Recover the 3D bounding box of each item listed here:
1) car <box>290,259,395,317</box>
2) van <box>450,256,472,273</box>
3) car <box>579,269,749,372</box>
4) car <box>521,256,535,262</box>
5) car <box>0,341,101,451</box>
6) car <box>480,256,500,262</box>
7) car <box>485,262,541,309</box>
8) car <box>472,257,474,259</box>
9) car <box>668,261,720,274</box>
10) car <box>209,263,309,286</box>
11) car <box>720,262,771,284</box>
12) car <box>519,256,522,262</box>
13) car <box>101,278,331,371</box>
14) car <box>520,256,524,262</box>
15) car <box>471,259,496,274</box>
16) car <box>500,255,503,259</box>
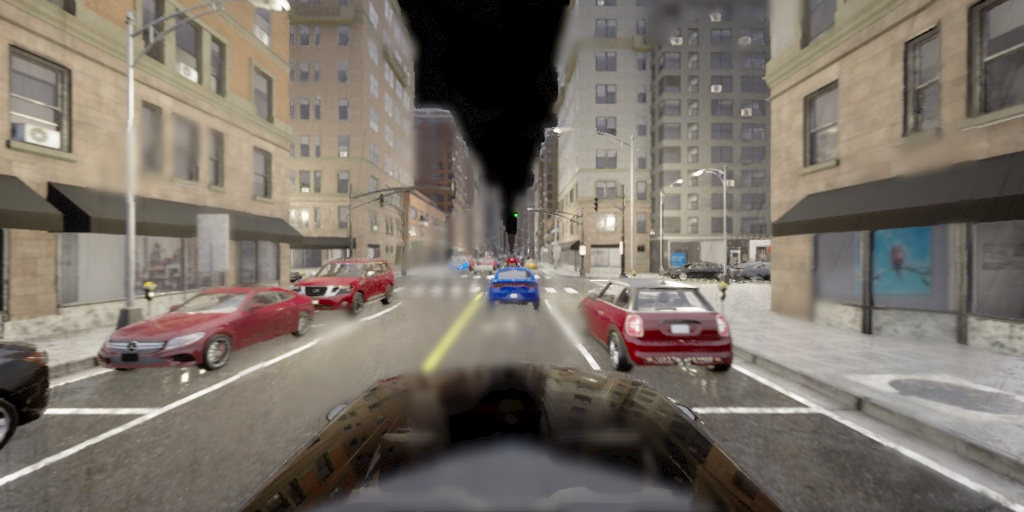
[{"bbox_3d":[-5.857,1.037,13.123,2.192,1.841,5.009,0,0,0],"label":"car"},{"bbox_3d":[-5.854,0.994,40.070,1.690,1.789,3.998,0,0,0],"label":"van"},{"bbox_3d":[2.668,1.175,7.624,1.967,1.591,4.097,0,0,0],"label":"car"},{"bbox_3d":[2.673,1.149,51.455,1.751,1.417,4.829,0,0,0],"label":"car"},{"bbox_3d":[-5.858,1.315,2.076,1.948,1.339,4.313,0,0,0],"label":"car"},{"bbox_3d":[-3.075,1.109,48.546,1.882,1.535,5.008,0,0,0],"label":"car"},{"bbox_3d":[0.105,1.196,14.687,1.882,1.535,5.008,0,0,0],"label":"car"},{"bbox_3d":[-5.853,0.953,45.666,2.192,1.841,5.009,0,0,0],"label":"car"},{"bbox_3d":[14.567,1.180,28.245,4.892,1.490,1.837,0,0,1],"label":"car"},{"bbox_3d":[-17.340,1.251,24.818,5.357,1.411,2.033,0,0,-4],"label":"car"},{"bbox_3d":[17.775,1.177,24.989,4.902,1.511,2.128,0,0,-1],"label":"car"},{"bbox_3d":[2.675,1.160,62.473,1.948,1.339,4.313,0,0,0],"label":"car"},{"bbox_3d":[-5.858,1.318,7.599,1.802,1.307,4.207,0,0,0],"label":"car"},{"bbox_3d":[2.674,1.159,56.879,2.007,1.370,4.403,0,0,0],"label":"car"},{"bbox_3d":[-3.076,1.256,39.194,1.895,1.301,4.718,0,0,-1],"label":"car"},{"bbox_3d":[-2.993,0.956,58.721,2.097,1.767,4.553,0,0,0],"label":"car"}]
